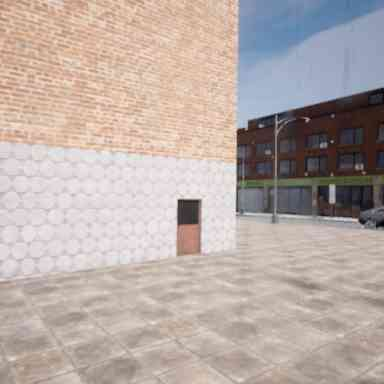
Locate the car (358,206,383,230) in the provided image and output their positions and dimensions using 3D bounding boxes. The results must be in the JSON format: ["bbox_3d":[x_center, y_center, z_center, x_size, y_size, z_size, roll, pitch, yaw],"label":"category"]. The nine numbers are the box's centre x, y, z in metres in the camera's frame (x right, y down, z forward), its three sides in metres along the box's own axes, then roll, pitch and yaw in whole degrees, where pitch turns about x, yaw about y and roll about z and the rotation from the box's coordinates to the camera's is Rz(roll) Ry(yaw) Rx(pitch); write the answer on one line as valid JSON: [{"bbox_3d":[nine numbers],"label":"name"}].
[{"bbox_3d":[11.998,1.545,18.808,2.128,1.511,4.902,1,-1,-35],"label":"car"}]
